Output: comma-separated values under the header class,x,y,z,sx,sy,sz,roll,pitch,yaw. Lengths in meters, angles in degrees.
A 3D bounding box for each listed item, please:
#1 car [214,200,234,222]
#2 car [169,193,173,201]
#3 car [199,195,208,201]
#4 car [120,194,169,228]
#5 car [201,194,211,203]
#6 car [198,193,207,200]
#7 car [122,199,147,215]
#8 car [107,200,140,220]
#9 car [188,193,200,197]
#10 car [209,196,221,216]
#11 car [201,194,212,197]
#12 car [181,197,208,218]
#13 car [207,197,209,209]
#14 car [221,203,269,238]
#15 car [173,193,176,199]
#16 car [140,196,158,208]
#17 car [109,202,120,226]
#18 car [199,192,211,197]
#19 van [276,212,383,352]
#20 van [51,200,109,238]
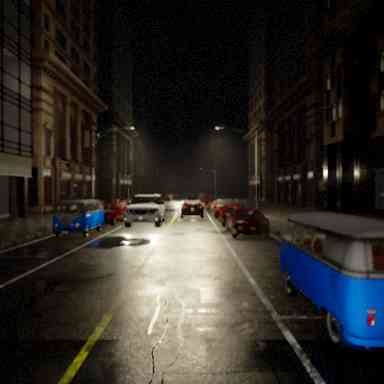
class,x,y,z,sx,sy,sz,roll,pitch,yaw
car,2.766,1.488,22.787,1.887,1.381,4.507,0,0,0
car,-5.745,1.368,73.200,1.887,1.381,4.507,0,0,0
car,2.782,1.360,78.805,2.008,1.369,4.403,0,0,0
car,-2.995,1.156,22.137,2.150,2.045,5.566,0,0,0
car,2.778,1.275,67.601,1.967,1.590,4.097,0,0,0
car,2.784,1.099,90.008,2.192,1.841,5.009,0,0,0
car,-5.756,1.442,33.815,1.752,1.417,4.829,0,0,0
car,-5.758,1.475,28.382,1.887,1.381,4.507,0,0,0
car,0.019,1.343,55.551,1.882,1.535,5.008,0,0,0
car,2.767,1.369,28.388,1.967,1.590,4.097,0,0,0
car,2.774,1.419,50.796,1.887,1.381,4.507,0,0,0
car,0.054,1.433,29.515,2.163,1.488,4.792,0,0,1
car,2.769,1.440,34.160,1.752,1.417,4.829,0,0,0
car,2.764,1.502,17.185,1.887,1.381,4.507,0,0,0
car,-5.742,1.348,84.404,2.008,1.369,4.403,0,0,0
car,-5.753,1.329,45.189,1.967,1.590,4.097,0,0,0
car,-5.759,1.488,22.781,1.887,1.381,4.507,0,0,0
car,2.776,1.163,61.999,2.192,1.841,5.009,0,0,0
van,2.761,1.326,5.980,1.690,1.788,3.998,0,0,0
van,-5.762,1.299,17.178,1.690,1.788,3.998,0,0,0
